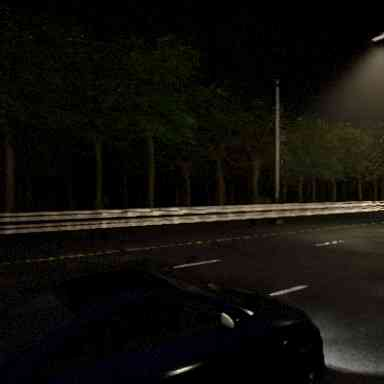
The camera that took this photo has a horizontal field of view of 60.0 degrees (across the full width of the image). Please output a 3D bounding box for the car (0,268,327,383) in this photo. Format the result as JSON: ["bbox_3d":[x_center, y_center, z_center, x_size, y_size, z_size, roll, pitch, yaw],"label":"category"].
[{"bbox_3d":[-0.470,1.565,3.531,4.181,1.385,1.994,0,0,-35],"label":"car"}]
